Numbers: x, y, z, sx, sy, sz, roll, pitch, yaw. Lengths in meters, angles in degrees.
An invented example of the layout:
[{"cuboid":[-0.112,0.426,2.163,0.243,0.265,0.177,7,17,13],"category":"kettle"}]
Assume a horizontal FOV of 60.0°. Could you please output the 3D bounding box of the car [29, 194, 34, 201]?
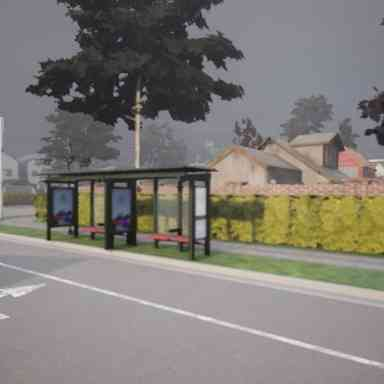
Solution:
[{"cuboid":[-27.948,0.986,56.269,3.806,1.475,1.970,0,0,36],"category":"car"}]
